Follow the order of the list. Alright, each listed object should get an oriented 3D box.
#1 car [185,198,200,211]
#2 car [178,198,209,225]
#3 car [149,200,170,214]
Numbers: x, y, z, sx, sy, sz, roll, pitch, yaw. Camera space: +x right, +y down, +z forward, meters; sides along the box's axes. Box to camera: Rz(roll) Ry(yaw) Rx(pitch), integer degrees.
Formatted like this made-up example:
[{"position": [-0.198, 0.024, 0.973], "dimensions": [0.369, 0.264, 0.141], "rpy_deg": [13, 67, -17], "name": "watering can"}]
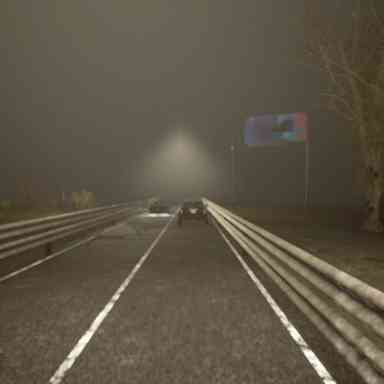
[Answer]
[{"position": [0.070, 1.479, 41.296], "dimensions": [1.837, 1.490, 4.892], "rpy_deg": [0, 0, 0], "name": "car"}, {"position": [0.084, 1.338, 24.297], "dimensions": [2.097, 1.767, 4.553], "rpy_deg": [0, 0, 0], "name": "car"}, {"position": [-3.354, 1.543, 34.927], "dimensions": [1.994, 1.385, 4.181], "rpy_deg": [0, 0, 0], "name": "car"}]
